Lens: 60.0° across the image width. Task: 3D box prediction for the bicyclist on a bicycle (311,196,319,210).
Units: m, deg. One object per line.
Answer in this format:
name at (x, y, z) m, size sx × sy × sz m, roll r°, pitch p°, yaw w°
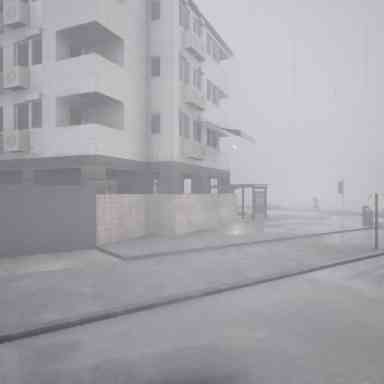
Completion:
bicyclist on a bicycle at (14.652, 1.349, 39.554) m, size 1.656 × 1.620 × 0.582 m, roll 0°, pitch 0°, yaw -35°
